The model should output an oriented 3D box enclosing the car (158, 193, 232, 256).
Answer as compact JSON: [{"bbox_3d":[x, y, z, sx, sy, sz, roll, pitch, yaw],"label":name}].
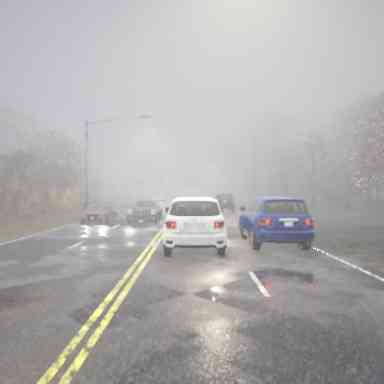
[{"bbox_3d":[0.097,1.207,13.174,2.150,2.045,5.566,0,0,0],"label":"car"}]

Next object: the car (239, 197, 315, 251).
[{"bbox_3d":[3.359,1.203,14.137,2.150,2.045,5.566,0,0,1],"label":"car"}]

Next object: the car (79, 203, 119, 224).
[{"bbox_3d":[-6.599,1.522,23.976,1.994,1.385,4.181,0,0,0],"label":"car"}]

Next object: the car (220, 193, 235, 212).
[{"bbox_3d":[3.347,1.125,36.367,2.150,2.045,5.566,0,0,0],"label":"car"}]

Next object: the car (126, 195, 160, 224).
[{"bbox_3d":[-3.349,1.311,24.003,2.097,1.767,4.553,0,0,0],"label":"car"}]

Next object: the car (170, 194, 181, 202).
[{"bbox_3d":[-3.256,1.212,65.563,1.812,1.442,4.674,0,1,0],"label":"car"}]

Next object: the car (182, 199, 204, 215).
[{"bbox_3d":[0.100,1.466,33.858,2.033,1.411,5.357,0,0,0],"label":"car"}]
